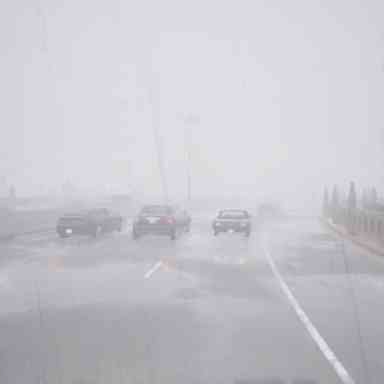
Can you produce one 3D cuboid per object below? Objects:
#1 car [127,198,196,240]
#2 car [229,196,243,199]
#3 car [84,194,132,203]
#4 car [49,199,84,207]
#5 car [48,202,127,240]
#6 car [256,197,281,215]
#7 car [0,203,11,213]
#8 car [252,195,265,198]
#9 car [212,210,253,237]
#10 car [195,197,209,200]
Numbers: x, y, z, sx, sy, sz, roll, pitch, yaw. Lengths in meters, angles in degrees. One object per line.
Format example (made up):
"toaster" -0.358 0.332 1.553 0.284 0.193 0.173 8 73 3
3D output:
"car" -1.394 1.356 17.195 2.097 1.767 4.553 0 0 11
"car" 8.935 1.586 68.308 2.128 1.511 4.902 0 0 41
"car" -7.917 1.206 33.362 2.150 2.045 5.566 0 0 20
"car" -11.871 1.456 32.504 2.128 1.511 4.902 0 0 19
"car" -4.990 1.492 17.112 1.837 1.490 4.892 0 0 11
"car" 8.189 1.583 35.270 1.812 1.442 4.674 0 0 24
"car" -17.136 1.463 27.283 1.812 1.442 4.674 0 0 16
"car" 13.362 1.390 67.976 2.097 1.767 4.553 0 0 41
"car" 2.391 1.623 18.463 1.895 1.301 4.718 0 0 13
"car" 1.452 1.590 64.789 2.033 1.411 5.357 0 0 38
